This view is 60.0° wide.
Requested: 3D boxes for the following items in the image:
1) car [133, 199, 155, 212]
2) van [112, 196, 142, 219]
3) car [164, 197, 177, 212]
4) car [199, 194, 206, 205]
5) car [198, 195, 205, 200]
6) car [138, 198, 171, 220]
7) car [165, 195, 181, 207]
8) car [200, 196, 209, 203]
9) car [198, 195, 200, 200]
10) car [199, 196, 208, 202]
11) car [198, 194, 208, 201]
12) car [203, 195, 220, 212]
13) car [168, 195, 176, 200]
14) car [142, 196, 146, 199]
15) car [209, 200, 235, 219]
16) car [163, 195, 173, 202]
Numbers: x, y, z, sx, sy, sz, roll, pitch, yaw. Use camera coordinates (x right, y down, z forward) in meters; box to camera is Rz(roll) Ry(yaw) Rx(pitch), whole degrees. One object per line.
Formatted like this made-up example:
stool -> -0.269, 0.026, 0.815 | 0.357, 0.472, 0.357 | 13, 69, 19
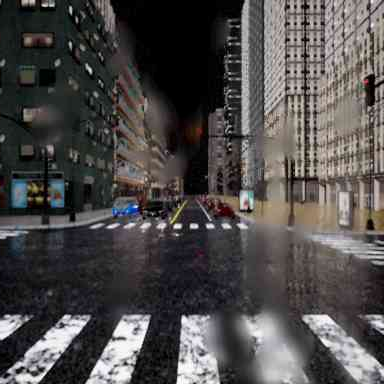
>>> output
car -> -5.682, 1.565, 39.726 | 1.887, 1.381, 4.507 | 0, 0, 0
van -> -5.680, 1.354, 28.670 | 1.690, 1.788, 3.998 | 0, 0, 0
car -> -3.088, 1.620, 38.493 | 1.895, 1.301, 4.718 | 0, 0, 0
car -> 2.700, 1.474, 56.307 | 1.967, 1.590, 4.097 | 0, 0, 0
car -> 2.700, 1.666, 95.001 | 1.802, 1.307, 4.206 | 0, 0, 0
car -> -3.089, 1.518, 28.623 | 1.837, 1.490, 4.892 | 0, 0, 0
car -> -3.094, 1.590, 48.474 | 1.994, 1.385, 4.181 | 0, 0, -1
car -> 2.700, 1.598, 72.890 | 1.887, 1.381, 4.507 | 0, 0, 0
car -> 2.700, 1.597, 67.363 | 2.008, 1.369, 4.403 | 0, 0, 0
car -> 2.700, 1.642, 78.417 | 1.802, 1.307, 4.206 | 0, 0, 0
car -> 2.702, 1.383, 83.946 | 2.192, 1.841, 5.009 | 0, 0, 0
car -> 2.700, 1.460, 39.725 | 1.967, 1.590, 4.097 | 0, 0, 0
car -> -5.680, 1.650, 95.002 | 1.947, 1.339, 4.313 | 0, 0, 0
car -> -5.680, 1.331, 34.198 | 2.192, 1.841, 5.009 | 0, 0, 0
car -> 2.699, 1.595, 28.669 | 1.802, 1.307, 4.206 | 0, 0, 0
car -> -5.679, 1.500, 78.419 | 1.967, 1.590, 4.097 | 0, 0, 0
